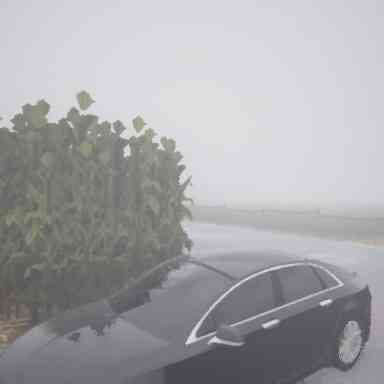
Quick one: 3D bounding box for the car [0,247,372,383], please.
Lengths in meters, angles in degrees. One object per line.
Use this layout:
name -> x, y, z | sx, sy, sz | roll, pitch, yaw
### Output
car -> 0.343, 1.544, 4.115 | 4.892, 1.490, 1.837 | -1, 0, -36
